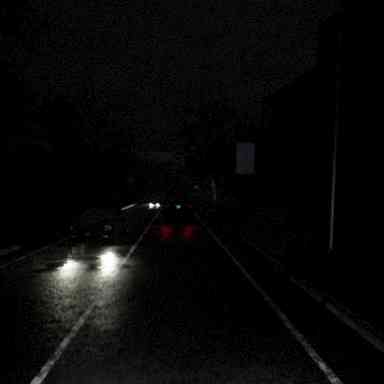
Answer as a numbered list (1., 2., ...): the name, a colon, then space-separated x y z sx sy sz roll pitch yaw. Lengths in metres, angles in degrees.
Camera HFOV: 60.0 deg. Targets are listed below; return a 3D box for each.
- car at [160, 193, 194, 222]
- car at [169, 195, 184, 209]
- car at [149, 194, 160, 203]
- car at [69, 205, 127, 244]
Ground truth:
1. car: -1.057 1.076 25.253 2.150 2.045 5.566 0 0 -3
2. car: -1.973 1.213 42.790 1.801 1.575 5.366 0 0 -3
3. car: -6.389 1.188 57.874 2.128 1.511 4.902 0 0 -2
4. car: -4.272 1.404 15.776 1.882 1.535 5.008 0 0 -3
